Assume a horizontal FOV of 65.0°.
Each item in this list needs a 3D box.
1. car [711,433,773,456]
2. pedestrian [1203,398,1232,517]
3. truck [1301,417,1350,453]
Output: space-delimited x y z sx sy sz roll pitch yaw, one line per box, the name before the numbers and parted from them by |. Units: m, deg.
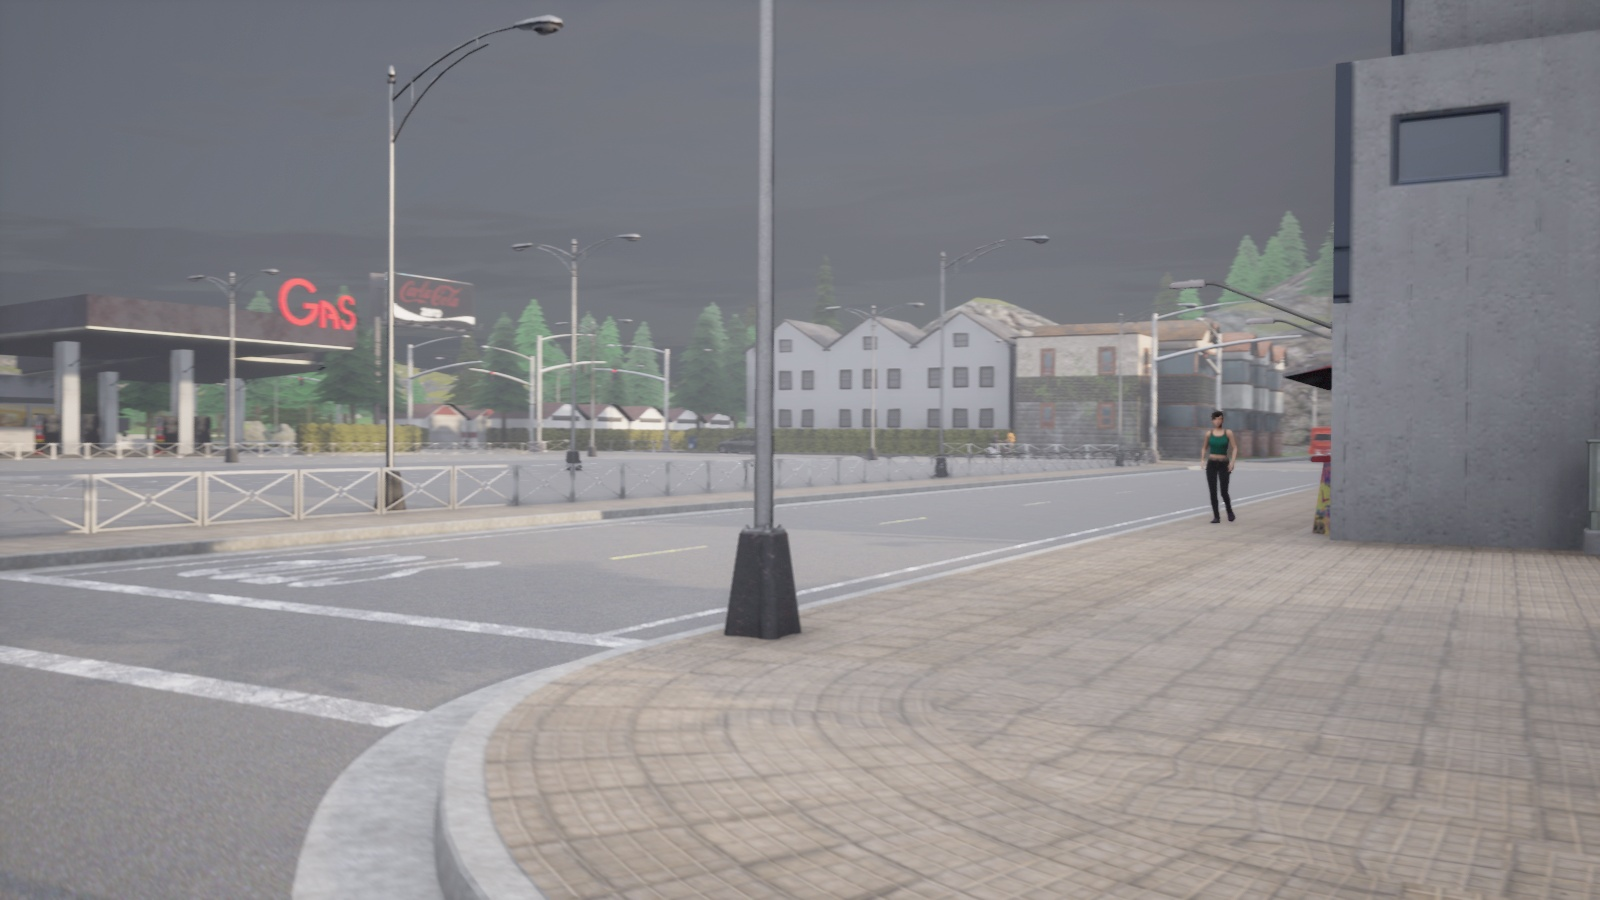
car | -4.145 -0.411 89.813 3.988 1.617 1.851 0 1 29
pedestrian | 6.591 0.113 19.798 0.345 1.836 0.594 0 1 26
truck | 37.345 -1.053 89.197 2.627 2.467 5.204 0 1 29
